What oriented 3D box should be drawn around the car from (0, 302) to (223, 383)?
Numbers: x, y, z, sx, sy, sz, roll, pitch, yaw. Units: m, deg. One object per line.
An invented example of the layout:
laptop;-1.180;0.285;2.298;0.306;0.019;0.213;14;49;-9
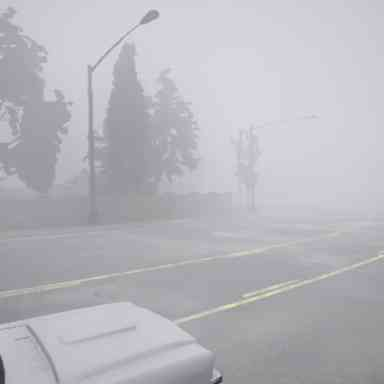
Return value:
car;-2.052;1.613;2.369;4.718;1.301;1.895;0;0;-36
